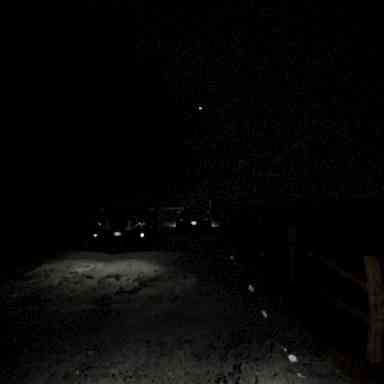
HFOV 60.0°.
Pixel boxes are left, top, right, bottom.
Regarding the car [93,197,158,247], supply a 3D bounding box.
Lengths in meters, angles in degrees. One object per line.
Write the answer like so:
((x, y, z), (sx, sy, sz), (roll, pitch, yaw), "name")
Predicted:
((-2.852, 1.252, 15.483), (2.150, 2.045, 5.566), (0, 0, 0), "car")

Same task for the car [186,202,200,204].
((0.097, 1.763, 38.455), (1.895, 1.301, 4.718), (0, -1, 0), "car")

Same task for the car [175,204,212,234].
((0.098, 1.607, 19.540), (1.994, 1.385, 4.181), (0, 0, 0), "car")

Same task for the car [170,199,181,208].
((-2.805, 1.954, 57.496), (2.033, 1.411, 5.357), (0, -1, 1), "car")
